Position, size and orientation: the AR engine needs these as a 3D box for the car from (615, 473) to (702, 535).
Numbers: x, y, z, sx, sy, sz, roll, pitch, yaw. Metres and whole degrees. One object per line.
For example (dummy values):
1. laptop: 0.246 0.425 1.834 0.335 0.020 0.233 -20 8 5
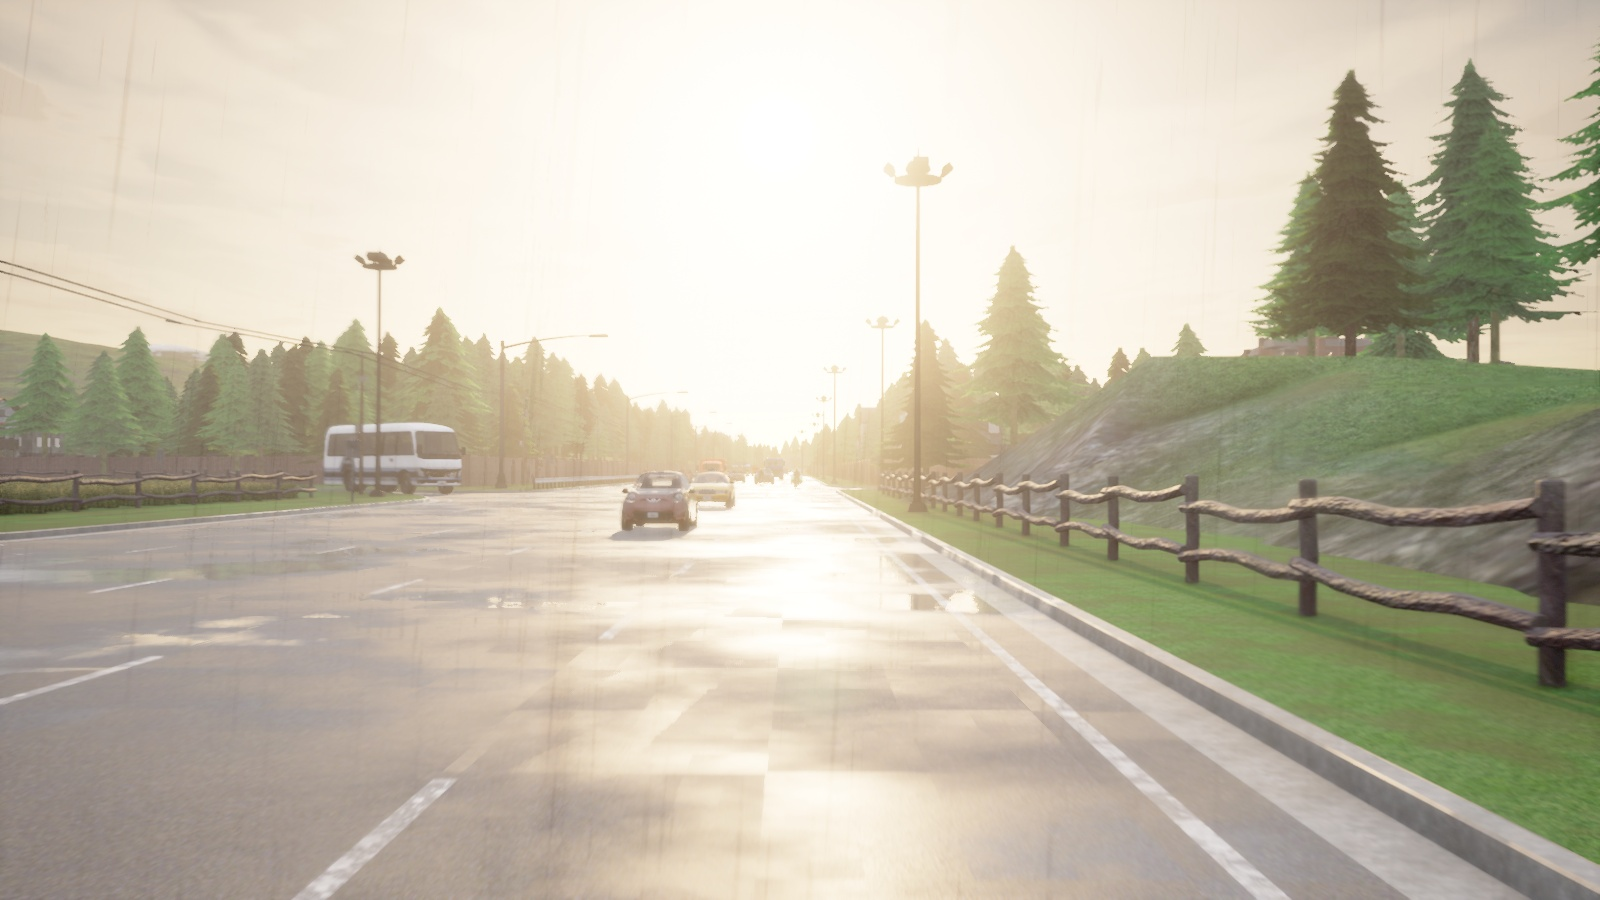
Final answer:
1. car: -3.578 1.345 32.327 1.845 1.501 3.633 0 -1 0

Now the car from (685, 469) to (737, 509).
1. car: -3.625 1.577 51.861 1.801 1.575 5.366 0 -1 0

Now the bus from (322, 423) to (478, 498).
1. bus: -24.442 0.727 76.400 10.273 4.253 3.944 -1 -2 38
